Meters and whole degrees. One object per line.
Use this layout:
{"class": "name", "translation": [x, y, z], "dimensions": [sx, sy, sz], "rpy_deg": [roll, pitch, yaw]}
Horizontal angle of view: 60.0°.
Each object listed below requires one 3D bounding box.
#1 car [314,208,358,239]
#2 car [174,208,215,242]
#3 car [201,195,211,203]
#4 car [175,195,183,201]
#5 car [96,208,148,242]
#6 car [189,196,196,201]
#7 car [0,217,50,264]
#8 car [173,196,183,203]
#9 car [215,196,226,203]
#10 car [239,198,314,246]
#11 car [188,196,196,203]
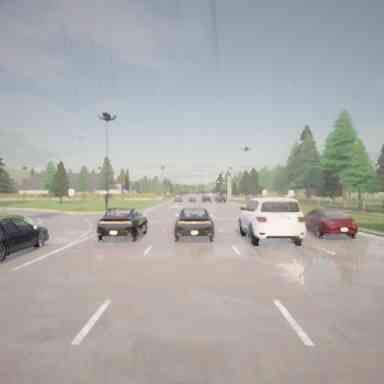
{"class": "car", "translation": [7.110, 1.592, 17.812], "dimensions": [1.812, 1.442, 4.674], "rpy_deg": [0, 0, 0]}
{"class": "car", "translation": [0.108, 1.554, 16.824], "dimensions": [2.128, 1.511, 4.902], "rpy_deg": [0, 0, 0]}
{"class": "car", "translation": [3.558, 1.788, 79.861], "dimensions": [1.837, 1.490, 4.892], "rpy_deg": [0, 0, 0]}
{"class": "car", "translation": [-3.436, 1.682, 88.731], "dimensions": [2.128, 1.511, 4.902], "rpy_deg": [0, 0, 0]}
{"class": "car", "translation": [-3.392, 1.554, 16.820], "dimensions": [2.128, 1.511, 4.902], "rpy_deg": [0, 0, 0]}
{"class": "car", "translation": [0.064, 1.681, 88.725], "dimensions": [1.812, 1.442, 4.674], "rpy_deg": [0, 0, 0]}
{"class": "car", "translation": [-7.004, 1.592, 11.922], "dimensions": [2.033, 1.411, 5.357], "rpy_deg": [0, 0, -2]}
{"class": "car", "translation": [-3.443, 1.821, 79.055], "dimensions": [2.033, 1.411, 5.357], "rpy_deg": [0, 0, 0]}
{"class": "car", "translation": [7.057, 1.792, 78.993], "dimensions": [1.837, 1.490, 4.892], "rpy_deg": [0, 0, 0]}
{"class": "car", "translation": [3.609, 1.281, 15.862], "dimensions": [2.150, 2.045, 5.566], "rpy_deg": [0, 0, 0]}
{"class": "car", "translation": [0.057, 1.835, 79.400], "dimensions": [2.033, 1.411, 5.357], "rpy_deg": [0, 0, 0]}
